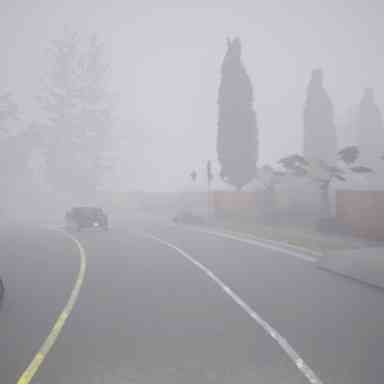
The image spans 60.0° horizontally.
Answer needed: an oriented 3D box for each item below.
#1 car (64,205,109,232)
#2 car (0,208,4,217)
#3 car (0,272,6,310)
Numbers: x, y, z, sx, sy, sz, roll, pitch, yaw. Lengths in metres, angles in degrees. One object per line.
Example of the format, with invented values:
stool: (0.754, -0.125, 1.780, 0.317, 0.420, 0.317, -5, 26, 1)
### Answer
car: (-6.697, 1.603, 20.931, 1.837, 1.490, 4.892, 0, 0, -31)
car: (-21.502, 1.945, 34.587, 4.181, 1.385, 1.994, -1, 0, 29)
car: (-4.183, 1.590, 4.400, 1.994, 1.385, 4.181, 0, 0, -10)
